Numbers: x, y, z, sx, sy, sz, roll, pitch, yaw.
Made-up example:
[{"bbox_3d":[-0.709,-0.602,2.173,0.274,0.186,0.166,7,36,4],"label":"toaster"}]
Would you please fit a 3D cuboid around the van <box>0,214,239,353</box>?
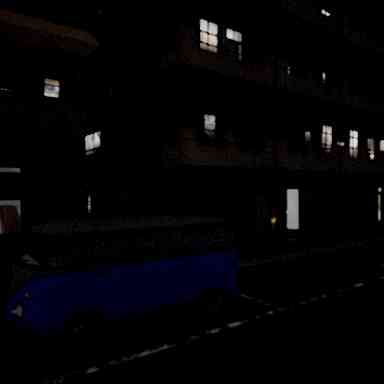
[{"bbox_3d":[-1.013,1.335,5.849,3.998,1.788,1.690,0,0,-36],"label":"van"}]
